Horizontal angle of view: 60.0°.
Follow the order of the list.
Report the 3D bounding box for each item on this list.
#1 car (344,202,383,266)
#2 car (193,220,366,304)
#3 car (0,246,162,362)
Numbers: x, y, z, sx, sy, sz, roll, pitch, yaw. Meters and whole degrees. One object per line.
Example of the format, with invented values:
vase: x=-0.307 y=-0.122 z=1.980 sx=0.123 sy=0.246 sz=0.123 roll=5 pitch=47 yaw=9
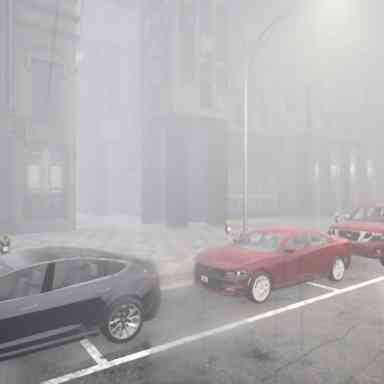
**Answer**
car: x=6.671 y=1.304 z=11.420 sx=5.009 sy=1.841 sz=2.192 roll=0 pitch=0 yaw=-36
car: x=2.087 y=1.539 z=8.142 sx=4.507 sy=1.381 sz=1.887 roll=0 pitch=0 yaw=-36
car: x=-2.498 y=1.565 z=4.864 sx=4.313 sy=1.339 sz=1.947 roll=0 pitch=0 yaw=-36
